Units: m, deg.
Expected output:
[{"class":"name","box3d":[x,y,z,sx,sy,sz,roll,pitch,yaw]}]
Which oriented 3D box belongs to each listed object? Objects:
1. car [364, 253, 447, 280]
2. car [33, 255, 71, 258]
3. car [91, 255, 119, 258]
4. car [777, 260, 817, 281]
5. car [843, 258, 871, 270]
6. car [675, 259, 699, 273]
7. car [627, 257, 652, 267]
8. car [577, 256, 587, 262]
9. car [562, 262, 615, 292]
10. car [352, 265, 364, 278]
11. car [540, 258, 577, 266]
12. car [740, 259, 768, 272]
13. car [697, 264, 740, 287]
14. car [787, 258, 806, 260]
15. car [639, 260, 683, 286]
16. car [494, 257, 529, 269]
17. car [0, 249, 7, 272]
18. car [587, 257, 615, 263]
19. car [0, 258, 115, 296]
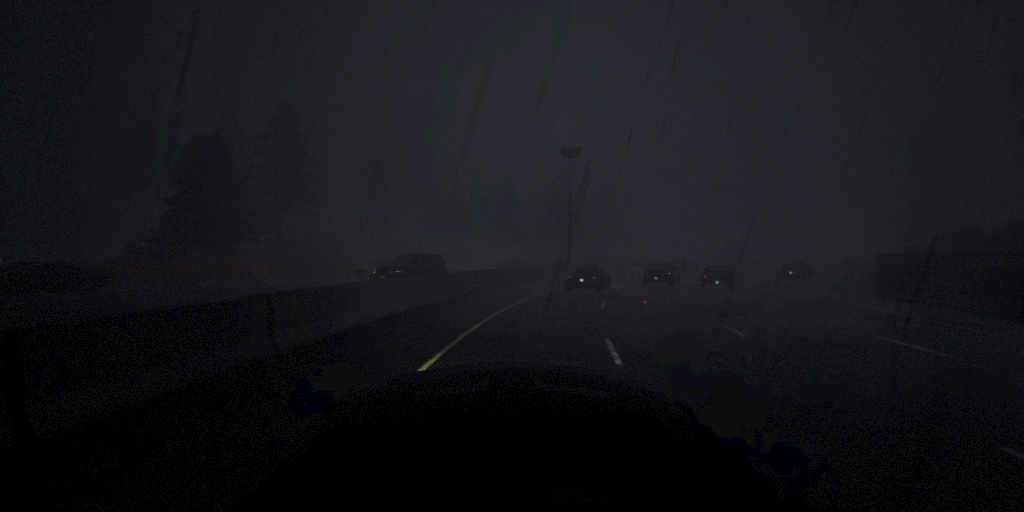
[{"class":"car","box3d":[-6.326,0.843,22.861,2.150,2.045,5.566,1,0,23]},{"class":"car","box3d":[-49.619,0.595,38.394,2.128,1.511,4.902,1,0,-21]},{"class":"car","box3d":[-46.983,0.614,41.290,1.882,1.535,5.008,1,0,-20]},{"class":"car","box3d":[22.892,1.241,28.842,4.181,1.385,1.994,0,1,-42]},{"class":"car","box3d":[42.341,0.914,43.977,4.181,1.385,1.994,-1,1,-37]},{"class":"car","box3d":[18.800,1.065,39.154,4.902,1.511,2.128,-1,1,-40]},{"class":"car","box3d":[19.043,0.937,52.816,4.892,1.490,1.837,-1,1,-37]},{"class":"car","box3d":[11.757,0.796,60.471,5.008,1.535,1.882,-1,1,-37]},{"class":"car","box3d":[4.638,1.274,21.358,1.994,1.385,4.181,0,1,25]},{"class":"car","box3d":[-10.870,1.009,30.101,1.882,1.535,5.008,1,0,27]},{"class":"car","box3d":[4.974,1.047,40.711,1.812,1.442,4.674,1,0,43]},{"class":"car","box3d":[28.352,1.057,42.163,4.181,1.385,1.994,-1,1,-37]},{"class":"car","box3d":[13.862,1.305,23.913,1.895,1.301,4.718,0,1,33]},{"class":"car","box3d":[32.712,0.988,41.080,4.892,1.490,1.837,-2,1,-37]},{"class":"car","box3d":[10.364,1.215,24.726,1.812,1.442,4.674,0,0,32]},{"class":"car","box3d":[-0.073,0.940,45.844,1.882,1.535,5.008,0,0,44]},{"class":"car","box3d":[-46.041,0.381,29.860,2.150,2.045,5.566,1,0,-25]},{"class":"car","box3d":[14.821,0.918,58.400,4.181,1.385,1.994,-1,1,-37]},{"class":"car","box3d":[-19.768,0.982,14.611,2.128,1.511,4.902,1,0,12]}]
